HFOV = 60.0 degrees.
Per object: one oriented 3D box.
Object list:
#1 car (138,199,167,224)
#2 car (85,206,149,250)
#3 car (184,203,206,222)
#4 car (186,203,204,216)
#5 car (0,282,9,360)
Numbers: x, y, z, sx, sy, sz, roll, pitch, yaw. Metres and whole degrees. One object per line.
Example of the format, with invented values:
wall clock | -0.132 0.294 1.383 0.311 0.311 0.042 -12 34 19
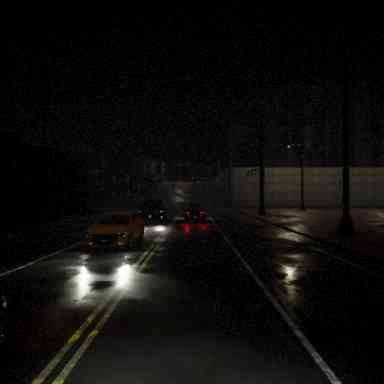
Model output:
car | -3.390 1.600 29.095 2.150 2.045 5.566 0 -1 -1
car | -3.476 1.682 15.716 1.882 1.535 5.008 0 0 1
car | 0.258 1.918 29.964 1.812 1.442 4.674 0 -1 0
car | 0.309 2.070 39.910 2.033 1.411 5.357 0 -1 0
car | -3.592 1.386 2.705 2.097 1.767 4.553 0 -1 0
